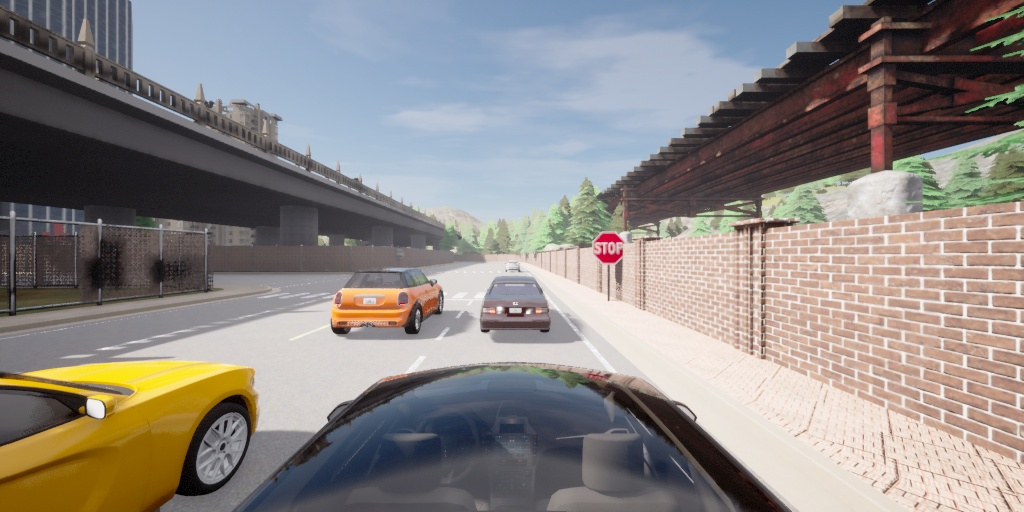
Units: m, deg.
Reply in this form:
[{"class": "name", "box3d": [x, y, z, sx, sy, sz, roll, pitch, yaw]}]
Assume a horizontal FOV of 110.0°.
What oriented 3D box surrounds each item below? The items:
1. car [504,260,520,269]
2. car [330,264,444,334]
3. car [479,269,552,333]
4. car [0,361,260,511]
[{"class": "car", "box3d": [0.092, 1.276, 45.495, 1.812, 1.442, 4.674, 0, 0, -1]}, {"class": "car", "box3d": [-3.422, 1.102, 10.736, 2.097, 1.767, 4.553, 0, 0, 0]}, {"class": "car", "box3d": [0.079, 1.297, 10.758, 2.033, 1.411, 5.357, 0, 0, 0]}, {"class": "car", "box3d": [-3.399, 1.228, 1.479, 1.882, 1.535, 5.008, 0, 0, 0]}]
